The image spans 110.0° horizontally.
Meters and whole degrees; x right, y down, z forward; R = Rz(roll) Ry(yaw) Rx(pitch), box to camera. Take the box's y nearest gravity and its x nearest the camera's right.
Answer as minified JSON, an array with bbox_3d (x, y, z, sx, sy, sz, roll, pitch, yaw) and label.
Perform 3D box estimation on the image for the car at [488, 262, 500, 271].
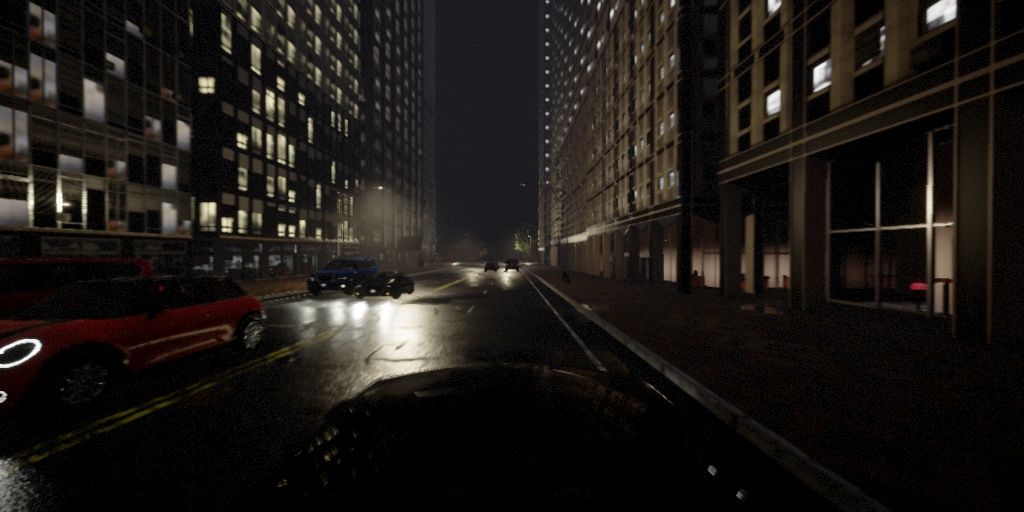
[{"bbox_3d":[-3.223,1.852,64.981,2.033,1.411,5.357,0,0,0],"label":"car"}]

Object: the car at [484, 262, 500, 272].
[{"bbox_3d":[-3.227,1.712,54.557,1.837,1.490,4.892,0,0,0],"label":"car"}]

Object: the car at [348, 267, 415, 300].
[{"bbox_3d":[-6.555,1.466,18.844,1.994,1.385,4.181,0,0,0],"label":"car"}]

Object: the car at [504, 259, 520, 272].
[{"bbox_3d":[0.023,1.429,54.588,2.150,2.045,5.566,0,0,0],"label":"car"}]

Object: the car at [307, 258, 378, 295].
[{"bbox_3d":[-9.780,1.143,21.411,2.150,2.045,5.566,0,0,0],"label":"car"}]

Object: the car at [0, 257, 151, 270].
[{"bbox_3d":[-9.803,1.019,6.728,2.150,2.045,5.566,0,-1,0],"label":"car"}]

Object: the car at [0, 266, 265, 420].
[{"bbox_3d":[-6.558,1.141,6.067,2.097,1.767,4.553,0,0,0],"label":"car"}]
